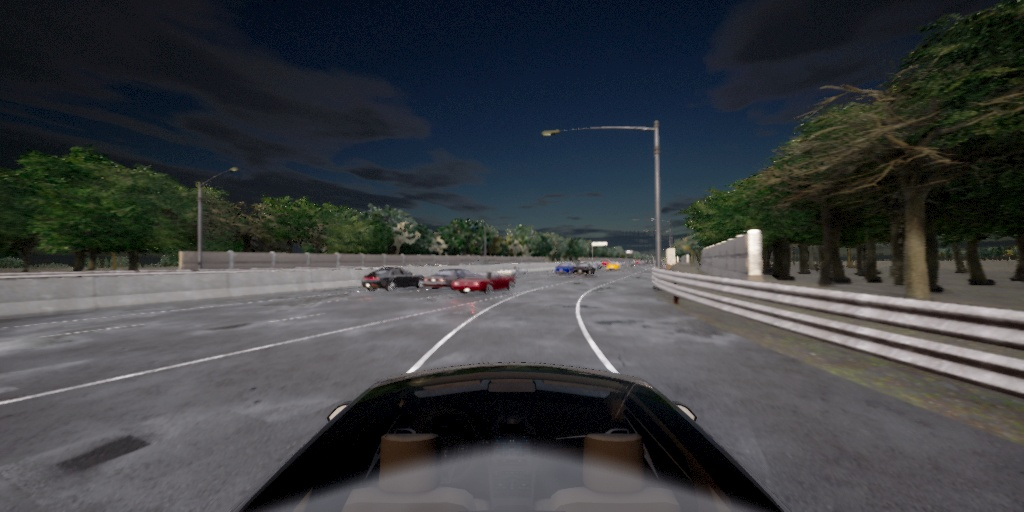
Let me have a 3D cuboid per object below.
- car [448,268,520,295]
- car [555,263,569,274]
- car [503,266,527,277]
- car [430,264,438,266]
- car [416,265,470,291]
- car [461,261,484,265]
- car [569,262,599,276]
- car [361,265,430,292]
[{"bbox_3d":[-1.508,1.557,21.360,1.895,1.301,4.718,-1,-1,25],"label":"car"},{"bbox_3d":[7.431,1.707,49.143,1.882,1.535,5.008,-1,-1,25],"label":"car"},{"bbox_3d":[0.086,1.814,41.532,1.895,1.301,4.718,-1,-1,25],"label":"car"},{"bbox_3d":[-12.842,2.065,55.399,1.837,1.490,4.892,-1,-1,25],"label":"car"},{"bbox_3d":[-3.857,1.577,24.622,2.033,1.411,5.357,-1,-1,25],"label":"car"},{"bbox_3d":[-6.472,1.949,52.529,1.837,1.490,4.892,-1,-1,25],"label":"car"},{"bbox_3d":[8.943,1.618,44.045,1.882,1.535,5.008,-1,-1,25],"label":"car"},{"bbox_3d":[-7.867,1.580,24.283,1.837,1.490,4.892,-1,-1,25],"label":"car"}]
